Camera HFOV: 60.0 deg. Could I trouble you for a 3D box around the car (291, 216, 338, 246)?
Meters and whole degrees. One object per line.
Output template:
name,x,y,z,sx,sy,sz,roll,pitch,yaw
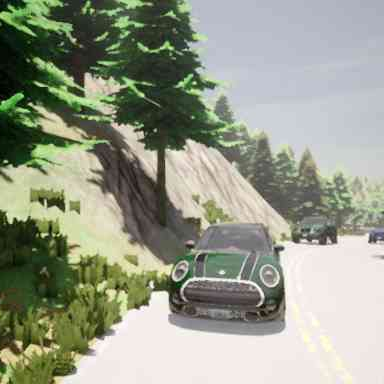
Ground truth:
car,9.327,2.863,24.983,2.150,2.045,5.566,-1,-6,36

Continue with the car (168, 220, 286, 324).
car,1.002,1.506,7.683,2.097,1.767,4.553,0,-2,14

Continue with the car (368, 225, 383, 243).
car,17.410,4.003,30.433,1.812,1.442,4.674,-1,-6,36
